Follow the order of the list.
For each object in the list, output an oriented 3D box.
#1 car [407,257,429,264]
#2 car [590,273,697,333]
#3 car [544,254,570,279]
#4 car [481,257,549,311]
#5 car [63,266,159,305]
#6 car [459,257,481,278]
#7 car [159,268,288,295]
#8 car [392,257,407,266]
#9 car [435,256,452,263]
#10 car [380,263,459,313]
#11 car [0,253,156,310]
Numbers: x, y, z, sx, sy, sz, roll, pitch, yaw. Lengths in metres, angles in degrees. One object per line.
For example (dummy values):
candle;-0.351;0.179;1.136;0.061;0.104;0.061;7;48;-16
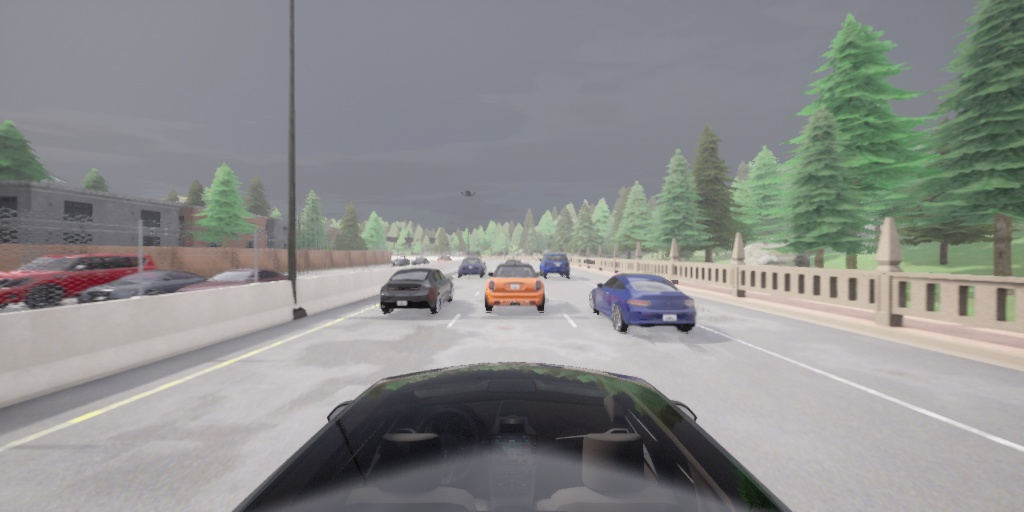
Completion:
car;-14.053;0.971;54.984;1.837;1.490;4.892;0;0;0
car;3.588;1.229;10.471;1.812;1.442;4.674;0;0;0
car;3.605;0.816;30.907;2.150;2.045;5.566;0;0;0
car;0.101;1.036;14.123;2.097;1.767;4.553;0;0;0
car;-14.098;1.247;14.214;1.994;1.385;4.181;0;0;0
car;-3.395;0.944;31.504;2.097;1.767;4.553;0;0;0
car;-10.598;1.210;14.094;1.812;1.442;4.674;0;0;0
car;-17.525;0.947;56.909;2.128;1.511;4.902;0;0;1
car;-10.558;0.817;55.524;2.097;1.767;4.553;0;0;0
car;-3.399;1.193;13.512;1.837;1.490;4.892;0;1;0
car;-17.599;0.903;14.542;2.150;2.045;5.566;0;0;0
